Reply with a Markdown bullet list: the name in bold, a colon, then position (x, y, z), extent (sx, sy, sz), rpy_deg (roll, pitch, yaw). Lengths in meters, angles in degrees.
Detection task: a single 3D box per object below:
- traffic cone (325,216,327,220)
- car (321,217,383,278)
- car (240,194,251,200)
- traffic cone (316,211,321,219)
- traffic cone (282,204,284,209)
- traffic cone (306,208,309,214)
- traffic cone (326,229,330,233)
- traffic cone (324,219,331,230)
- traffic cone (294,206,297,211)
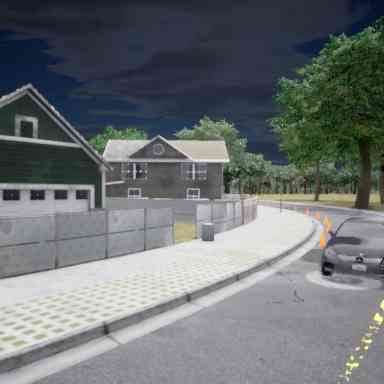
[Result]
- **traffic cone**: position (9.105, 1.900, 22.559), extent (0.340, 0.580, 0.340), rpy_deg (0, 0, 17)
- **car**: position (5.151, 1.515, 9.821), extent (1.812, 1.442, 4.674), rpy_deg (0, 0, 32)
- **car**: position (10.256, 1.238, 61.862), extent (1.837, 1.490, 4.892), rpy_deg (0, 0, -13)
- **traffic cone**: position (10.311, 1.876, 27.167), extent (0.340, 0.580, 0.340), rpy_deg (0, 0, 12)
- **traffic cone**: position (11.264, 1.797, 41.387), extent (0.340, 0.580, 0.340), rpy_deg (0, 0, -4)
- **traffic cone**: position (11.077, 1.851, 31.870), extent (0.340, 0.580, 0.340), rpy_deg (0, 0, 7)
- **traffic cone**: position (5.418, 1.936, 13.785), extent (0.340, 0.580, 0.340), rpy_deg (0, 0, 28)
- **traffic cone**: position (7.469, 1.920, 18.086), extent (0.340, 0.580, 0.340), rpy_deg (0, 0, 23)
- **traffic cone**: position (11.396, 1.824, 36.625), extent (0.340, 0.580, 0.340), rpy_deg (0, 0, 1)
